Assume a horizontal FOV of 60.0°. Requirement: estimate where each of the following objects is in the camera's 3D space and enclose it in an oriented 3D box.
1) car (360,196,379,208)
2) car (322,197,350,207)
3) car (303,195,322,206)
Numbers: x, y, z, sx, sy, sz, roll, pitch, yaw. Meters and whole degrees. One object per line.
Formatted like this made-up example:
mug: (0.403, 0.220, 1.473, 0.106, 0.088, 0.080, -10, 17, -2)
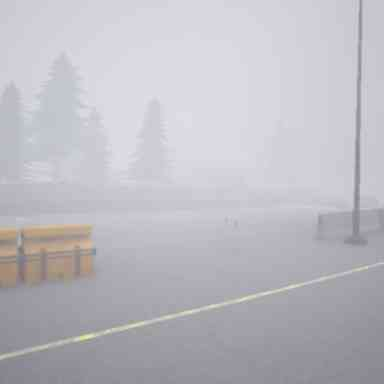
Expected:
car: (23.642, 1.324, 44.495, 1.837, 1.490, 4.892, 1, 0, 40)
car: (19.924, 1.351, 45.477, 1.895, 1.301, 4.718, 1, 1, 40)
car: (17.875, 1.177, 48.513, 2.128, 1.511, 4.902, 1, 1, 40)
